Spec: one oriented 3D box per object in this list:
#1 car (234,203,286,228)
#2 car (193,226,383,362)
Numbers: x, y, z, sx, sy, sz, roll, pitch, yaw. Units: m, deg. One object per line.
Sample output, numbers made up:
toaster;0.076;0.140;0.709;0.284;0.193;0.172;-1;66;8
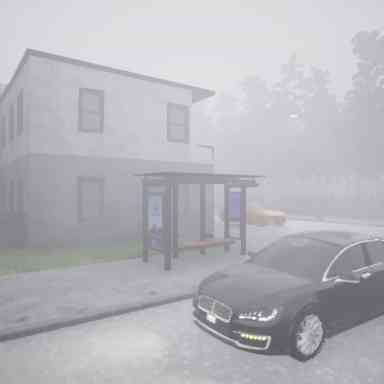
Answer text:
car;3.984;1.478;22.341;1.882;1.535;5.008;0;0;-36
car;2.289;1.505;5.967;4.892;1.490;1.837;0;1;-34
